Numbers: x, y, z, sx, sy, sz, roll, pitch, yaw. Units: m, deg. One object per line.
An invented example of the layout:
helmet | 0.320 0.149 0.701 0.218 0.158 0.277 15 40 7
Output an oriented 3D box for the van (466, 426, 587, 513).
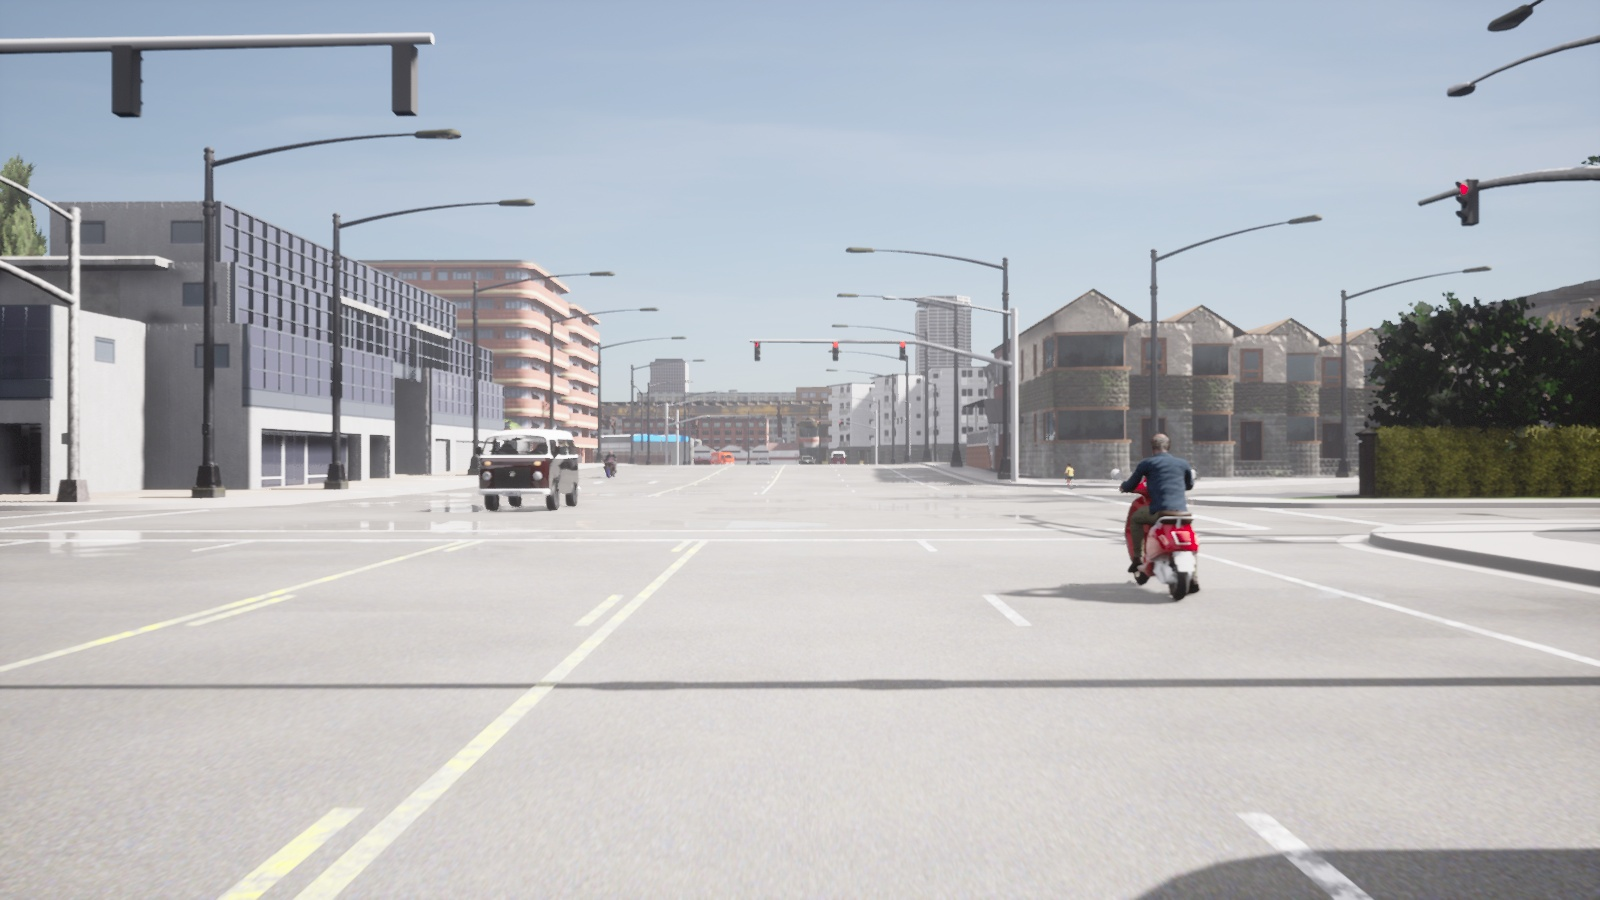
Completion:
van | -6.805 0.467 31.739 2.069 2.038 4.480 0 0 0

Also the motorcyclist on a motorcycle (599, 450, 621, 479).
motorcyclist on a motorcycle | -10.104 0.762 66.820 0.866 1.530 2.191 0 1 0

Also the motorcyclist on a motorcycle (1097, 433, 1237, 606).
motorcyclist on a motorcycle | 3.585 0.637 12.441 0.866 1.590 1.817 0 0 0
